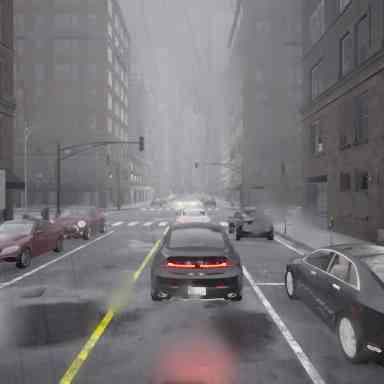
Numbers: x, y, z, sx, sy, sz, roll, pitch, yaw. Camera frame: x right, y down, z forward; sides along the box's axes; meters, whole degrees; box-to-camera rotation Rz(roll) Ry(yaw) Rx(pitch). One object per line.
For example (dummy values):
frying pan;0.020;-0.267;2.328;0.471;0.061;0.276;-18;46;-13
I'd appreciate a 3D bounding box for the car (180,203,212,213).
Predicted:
car;0.082;1.526;17.442;1.812;1.442;4.674;0;0;-1

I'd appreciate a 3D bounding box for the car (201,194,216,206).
car;2.888;1.473;53.720;1.967;1.590;4.097;0;0;0

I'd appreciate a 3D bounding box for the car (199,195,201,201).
car;2.908;1.603;64.538;2.008;1.369;4.403;0;0;0

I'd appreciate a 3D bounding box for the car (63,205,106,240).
car;-5.670;1.440;16.630;1.967;1.590;4.097;0;0;0

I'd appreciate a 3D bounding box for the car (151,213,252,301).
car;0.098;1.504;8.294;1.837;1.490;4.892;0;0;0

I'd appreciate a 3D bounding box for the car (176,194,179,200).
car;-5.570;1.452;91.593;2.192;1.841;5.009;0;0;0

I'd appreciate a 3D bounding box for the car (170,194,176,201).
car;-5.588;1.622;80.605;1.752;1.417;4.829;0;0;0

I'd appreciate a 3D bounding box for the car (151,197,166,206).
car;-5.636;1.615;53.733;1.802;1.307;4.206;0;0;0

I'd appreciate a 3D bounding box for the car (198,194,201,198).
car;2.927;1.520;75.356;1.967;1.590;4.097;0;0;0

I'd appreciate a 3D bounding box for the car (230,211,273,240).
car;2.855;1.566;16.630;1.947;1.339;4.313;0;0;0

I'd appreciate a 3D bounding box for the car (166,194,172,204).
car;-5.617;1.603;64.550;2.008;1.369;4.403;0;0;0

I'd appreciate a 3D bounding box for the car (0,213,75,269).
car;-5.670;1.581;11.128;1.802;1.307;4.206;0;0;0

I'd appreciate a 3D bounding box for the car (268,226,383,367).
car;2.855;1.550;5.627;2.008;1.369;4.403;0;0;0
